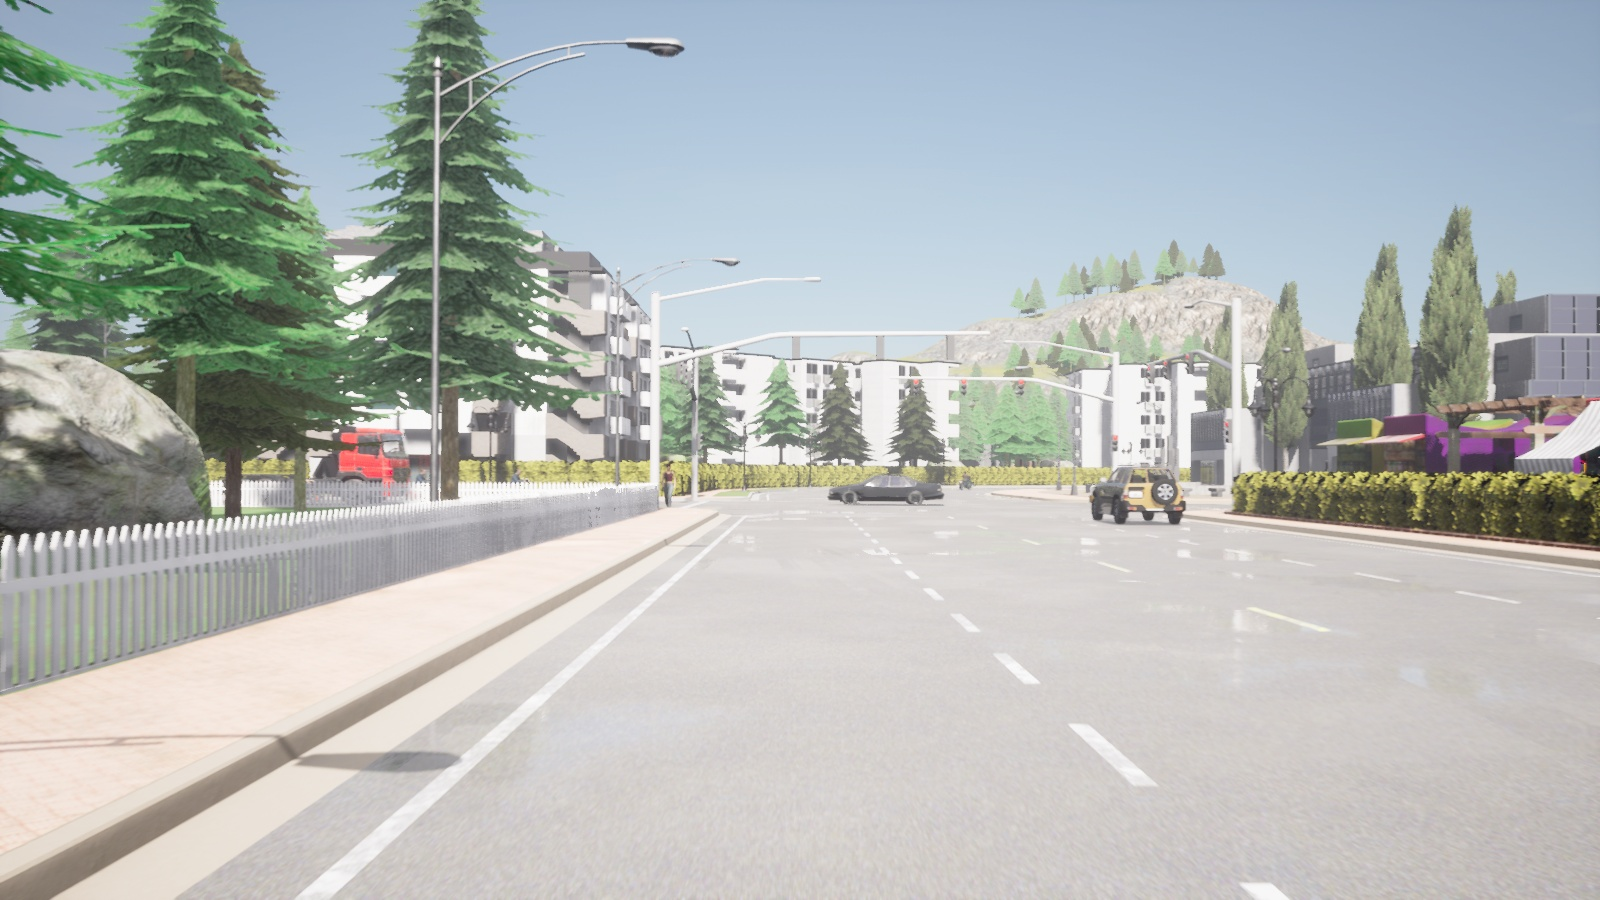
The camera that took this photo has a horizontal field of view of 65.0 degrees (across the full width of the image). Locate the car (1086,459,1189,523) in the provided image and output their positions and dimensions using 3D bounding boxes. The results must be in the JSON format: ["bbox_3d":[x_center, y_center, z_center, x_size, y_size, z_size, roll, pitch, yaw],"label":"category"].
[{"bbox_3d":[10.399,1.243,39.035,1.932,1.855,4.605,0,-1,0],"label":"car"}]

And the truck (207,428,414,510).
[{"bbox_3d":[-21.299,0.837,54.920,7.936,3.462,2.891,0,-1,1],"label":"truck"}]

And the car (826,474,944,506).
[{"bbox_3d":[3.867,1.815,57.833,5.357,1.411,2.033,0,-1,1],"label":"car"}]

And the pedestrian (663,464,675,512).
[{"bbox_3d":[-5.035,1.442,48.313,0.345,1.836,0.594,0,-1,3],"label":"pedestrian"}]
